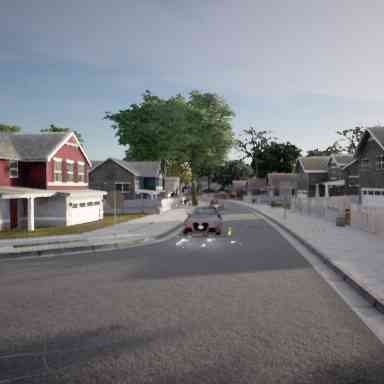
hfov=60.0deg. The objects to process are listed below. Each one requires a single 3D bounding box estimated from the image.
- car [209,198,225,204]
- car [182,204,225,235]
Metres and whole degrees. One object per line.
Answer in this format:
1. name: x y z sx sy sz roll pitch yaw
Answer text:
1. car: 3.216 1.565 42.599 2.128 1.511 4.902 0 0 4
2. car: 0.693 1.577 18.661 1.994 1.385 4.181 0 0 8
